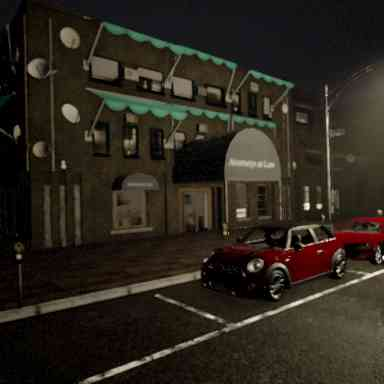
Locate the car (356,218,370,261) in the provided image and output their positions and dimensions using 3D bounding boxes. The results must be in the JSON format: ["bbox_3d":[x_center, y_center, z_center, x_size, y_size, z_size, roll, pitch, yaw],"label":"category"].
[{"bbox_3d":[6.455,1.616,11.966,4.507,1.381,1.887,0,-2,-39],"label":"car"}]

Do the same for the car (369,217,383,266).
[{"bbox_3d":[7.485,1.237,9.468,5.566,2.045,2.150,0,-1,-39],"label":"car"}]

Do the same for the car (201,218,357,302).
[{"bbox_3d":[2.151,1.536,8.465,4.097,1.590,1.967,0,-2,-39],"label":"car"}]
